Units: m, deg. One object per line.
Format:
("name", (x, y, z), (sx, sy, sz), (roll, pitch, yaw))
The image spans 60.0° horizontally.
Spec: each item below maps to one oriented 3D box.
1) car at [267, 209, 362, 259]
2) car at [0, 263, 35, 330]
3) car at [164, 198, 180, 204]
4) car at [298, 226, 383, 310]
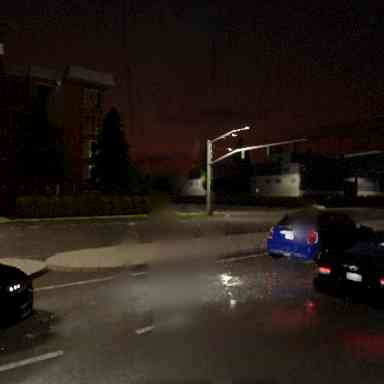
("car", (4.811, 1.483, 11.990), (4.553, 1.767, 2.097), (1, -1, -38))
("car", (-4.844, 1.483, 4.497), (4.902, 1.511, 2.128), (1, 0, -37))
("car", (-4.902, 2.135, 77.504), (1.895, 1.301, 4.718), (1, -1, -36))
("car", (4.987, 1.649, 7.687), (5.357, 1.411, 2.033), (1, -1, -38))
